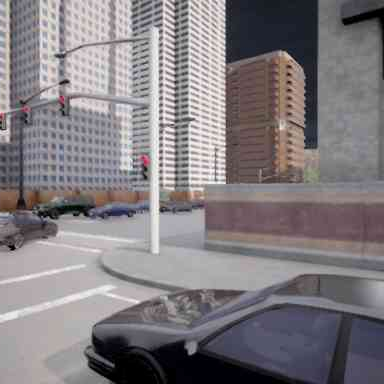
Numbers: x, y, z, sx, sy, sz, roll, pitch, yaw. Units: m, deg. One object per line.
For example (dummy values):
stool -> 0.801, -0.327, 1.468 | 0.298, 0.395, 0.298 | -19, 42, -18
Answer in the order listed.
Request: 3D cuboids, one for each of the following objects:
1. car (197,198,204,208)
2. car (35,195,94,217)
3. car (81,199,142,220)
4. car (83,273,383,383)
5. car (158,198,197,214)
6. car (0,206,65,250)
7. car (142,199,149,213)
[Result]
car -> 0.802, 1.589, 45.633 | 2.033, 1.411, 5.357 | 0, 0, 36
car -> -11.034, 1.264, 29.320 | 2.150, 2.045, 5.566 | 0, 0, 36
car -> -6.892, 1.562, 29.045 | 1.812, 1.442, 4.674 | 0, 0, 36
car -> 1.358, 1.549, 3.024 | 5.357, 1.411, 2.033 | 0, 0, 35
car -> -1.763, 1.600, 36.145 | 1.994, 1.385, 4.181 | 0, 0, 36
car -> -7.700, 1.571, 14.412 | 2.033, 1.411, 5.357 | 0, 0, 0
car -> -5.299, 1.568, 37.223 | 1.812, 1.442, 4.674 | 0, 0, 36
